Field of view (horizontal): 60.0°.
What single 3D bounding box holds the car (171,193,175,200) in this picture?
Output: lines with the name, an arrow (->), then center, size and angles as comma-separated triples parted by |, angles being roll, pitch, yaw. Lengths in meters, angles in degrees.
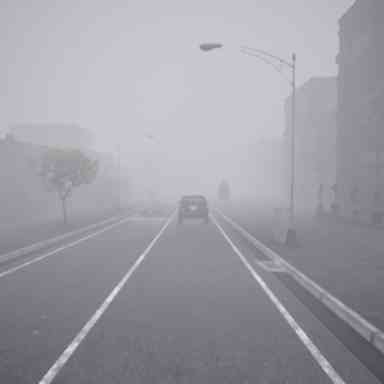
car -> -3.464, 1.003, 72.211 | 2.128, 1.511, 4.902 | 0, 1, 0

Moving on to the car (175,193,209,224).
car -> 0.097, 1.215, 24.753 | 2.150, 2.045, 5.566 | 0, 1, 0

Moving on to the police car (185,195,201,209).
police car -> 0.080, 1.231, 42.834 | 1.930, 1.638, 5.238 | 0, 1, 0

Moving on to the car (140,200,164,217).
car -> -3.598, 1.468, 30.827 | 1.812, 1.442, 4.674 | 0, 1, 0
